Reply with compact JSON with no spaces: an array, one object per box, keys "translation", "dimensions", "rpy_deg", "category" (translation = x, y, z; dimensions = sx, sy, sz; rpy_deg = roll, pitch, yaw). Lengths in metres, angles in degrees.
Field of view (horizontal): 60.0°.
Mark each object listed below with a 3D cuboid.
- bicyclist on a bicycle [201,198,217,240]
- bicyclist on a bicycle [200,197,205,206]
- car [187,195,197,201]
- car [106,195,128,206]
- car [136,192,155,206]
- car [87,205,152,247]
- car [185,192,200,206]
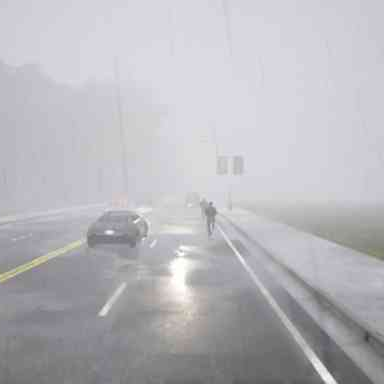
[{"translation":[0.887,1.303,15.650],"dimensions":[0.659,1.776,1.843],"rpy_deg":[0,0,0],"category":"bicyclist on a bicycle"},{"translation":[0.884,1.267,24.851],"dimensions":[0.659,1.776,1.843],"rpy_deg":[0,0,0],"category":"bicyclist on a bicycle"},{"translation":[-0.026,1.282,72.840],"dimensions":[1.994,1.385,4.181],"rpy_deg":[0,0,0],"category":"car"},{"translation":[-9.846,1.171,44.076],"dimensions":[2.097,1.767,4.553],"rpy_deg":[0,0,0],"category":"car"},{"translation":[-6.596,1.030,47.490],"dimensions":[2.150,2.045,5.566],"rpy_deg":[0,0,0],"category":"car"},{"translation":[-3.155,1.500,14.744],"dimensions":[1.994,1.385,4.181],"rpy_deg":[0,0,0],"category":"car"},{"translation":[0.076,1.021,49.878],"dimensions":[2.150,2.045,5.566],"rpy_deg":[0,0,0],"category":"car"}]
